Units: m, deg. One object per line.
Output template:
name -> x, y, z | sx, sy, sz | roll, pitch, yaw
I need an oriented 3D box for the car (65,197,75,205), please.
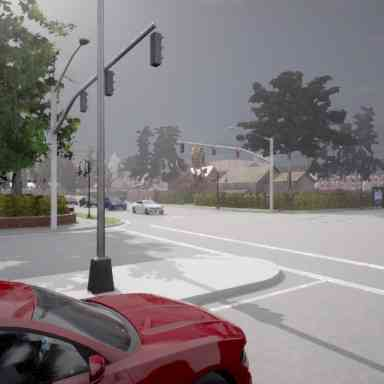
car -> -21.047, 1.564, 57.083 | 1.994, 1.385, 4.181 | 0, 0, -34

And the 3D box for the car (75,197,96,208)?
car -> -15.248, 1.505, 49.021 | 1.837, 1.490, 4.892 | 0, 0, -36

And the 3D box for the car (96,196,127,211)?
car -> -9.855, 1.352, 41.567 | 2.097, 1.767, 4.553 | 0, 0, -36

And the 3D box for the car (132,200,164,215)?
car -> -4.647, 1.526, 34.364 | 1.812, 1.442, 4.674 | 0, 0, -35

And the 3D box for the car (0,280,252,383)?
car -> -1.717, 1.478, 2.544 | 5.008, 1.535, 1.882 | 0, 0, -35
